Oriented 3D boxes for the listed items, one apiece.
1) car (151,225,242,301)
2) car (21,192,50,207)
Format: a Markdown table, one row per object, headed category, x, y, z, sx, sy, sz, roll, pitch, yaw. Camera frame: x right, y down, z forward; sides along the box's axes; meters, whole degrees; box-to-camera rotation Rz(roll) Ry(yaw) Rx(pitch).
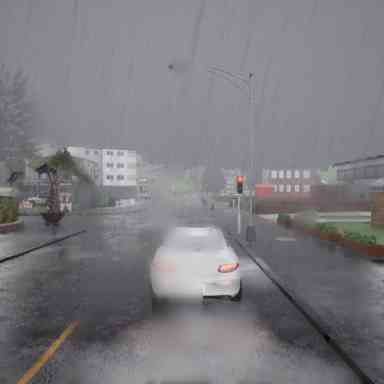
| category | x | y | z | sx | sy | sz | roll | pitch | yaw |
| --- | --- | --- | --- | --- | --- | --- | --- | --- | --- |
| car | 0.082 | 1.526 | 8.170 | 1.812 | 1.442 | 4.674 | 0 | 0 | 0 |
| car | -19.838 | 0.986 | 42.815 | 1.905 | 1.878 | 3.866 | 0 | 0 | 35 |
